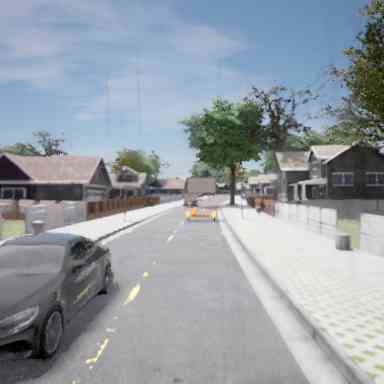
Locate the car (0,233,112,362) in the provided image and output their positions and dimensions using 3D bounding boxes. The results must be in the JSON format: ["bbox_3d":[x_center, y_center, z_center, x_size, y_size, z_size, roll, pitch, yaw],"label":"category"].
[{"bbox_3d":[-2.770,1.548,6.125,1.812,1.442,4.674,0,0,1],"label":"car"}]

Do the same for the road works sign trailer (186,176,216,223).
[{"bbox_3d":[0.732,0.515,26.485,2.380,3.560,2.880,0,0,4],"label":"road works sign trailer"}]

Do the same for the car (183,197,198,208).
[{"bbox_3d":[-0.213,1.510,49.700,2.128,1.511,4.902,0,0,6],"label":"car"}]
